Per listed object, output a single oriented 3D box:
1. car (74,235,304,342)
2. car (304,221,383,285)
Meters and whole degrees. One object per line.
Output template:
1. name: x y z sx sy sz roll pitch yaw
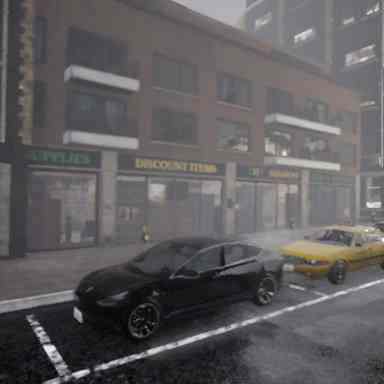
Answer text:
1. car: -0.021 1.585 6.533 4.313 1.339 1.947 0 1 -36
2. car: 4.374 1.572 9.670 4.829 1.417 1.752 0 1 -36
